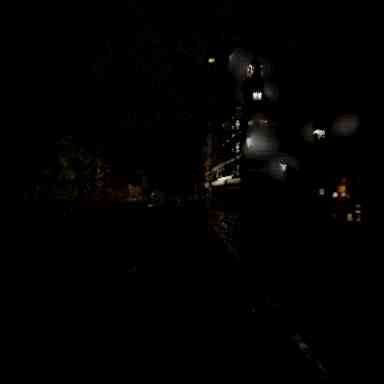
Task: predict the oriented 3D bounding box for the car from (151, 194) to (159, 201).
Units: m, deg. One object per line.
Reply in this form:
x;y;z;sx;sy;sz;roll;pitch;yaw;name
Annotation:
-9.168;1.352;82.153;2.128;1.511;4.902;0;0;-2;car

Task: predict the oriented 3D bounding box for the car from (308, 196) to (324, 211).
13.891;1.093;32.737;4.674;1.442;1.812;-1;0;14;car
